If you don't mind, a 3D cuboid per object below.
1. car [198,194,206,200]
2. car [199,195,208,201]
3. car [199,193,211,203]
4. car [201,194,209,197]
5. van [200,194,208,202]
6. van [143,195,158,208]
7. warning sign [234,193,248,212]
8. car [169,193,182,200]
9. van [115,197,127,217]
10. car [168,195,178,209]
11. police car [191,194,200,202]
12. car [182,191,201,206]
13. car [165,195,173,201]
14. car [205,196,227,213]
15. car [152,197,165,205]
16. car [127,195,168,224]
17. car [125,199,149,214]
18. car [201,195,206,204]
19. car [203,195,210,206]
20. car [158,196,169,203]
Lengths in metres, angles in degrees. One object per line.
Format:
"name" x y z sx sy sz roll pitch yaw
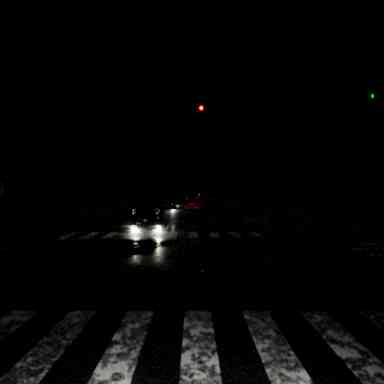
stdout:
"car" 2.644 1.328 91.112 1.967 1.590 4.097 0 0 0
"car" 2.662 1.450 80.061 2.008 1.369 4.403 0 0 0
"car" 2.678 1.225 69.010 2.192 1.841 5.009 0 0 0
"car" 2.704 1.452 52.604 1.752 1.417 4.829 0 0 0
"van" 2.670 1.246 74.535 1.690 1.788 3.998 0 0 0
"van" -5.839 1.274 46.914 1.690 1.788 3.998 0 0 0
"warning sign" 5.026 1.062 34.475 1.300 1.860 1.060 0 0 0
"car" -3.078 1.177 59.314 2.033 1.411 5.357 0 0 0
"van" -5.820 1.293 30.340 1.690 1.788 3.998 0 0 0
"car" -3.149 1.441 43.076 1.837 1.490 4.892 0 0 0
"police car" 0.802 1.330 74.584 1.930 1.638 5.238 0 0 0
"car" -0.025 1.147 54.203 2.150 2.045 5.566 0 0 0
"car" -5.883 1.419 85.419 1.752 1.417 4.829 0 0 0
"car" 2.729 1.489 35.858 1.887 1.381 4.507 0 0 0
"car" -5.851 1.503 57.965 1.802 1.307 4.206 0 0 0
"car" -3.130 1.313 24.385 2.097 1.767 4.553 0 0 0
"car" -5.826 1.489 35.865 1.887 1.381 4.507 0 0 0
"car" 2.713 1.477 46.909 1.887 1.381 4.507 0 0 0
"car" 2.721 1.483 41.383 1.887 1.381 4.507 0 0 0
"car" -5.864 1.461 69.015 2.008 1.369 4.403 0 0 0
